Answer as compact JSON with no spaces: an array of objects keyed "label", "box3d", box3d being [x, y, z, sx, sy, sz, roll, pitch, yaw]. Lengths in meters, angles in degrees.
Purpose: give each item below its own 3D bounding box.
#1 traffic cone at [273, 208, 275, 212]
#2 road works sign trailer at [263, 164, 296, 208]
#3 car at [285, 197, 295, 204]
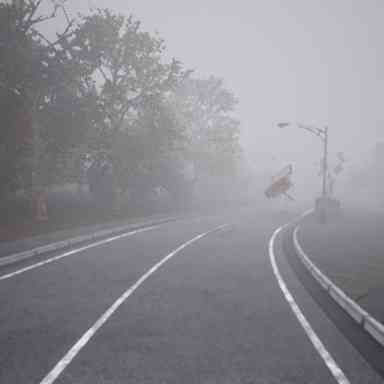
[{"label":"traffic cone","box3d":[8.687,2.046,36.413,0.340,0.580,0.340,3,-1,24]},{"label":"road works sign trailer","box3d":[8.351,-0.727,30.362,2.880,2.380,3.560,36,37,-15]},{"label":"car","box3d":[21.285,1.717,72.431,1.812,1.442,4.674,2,0,17]}]
